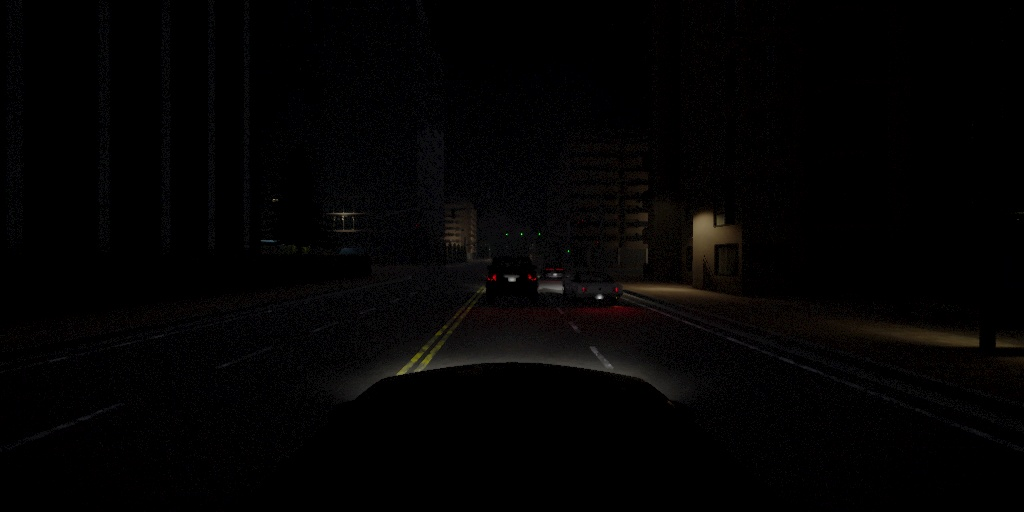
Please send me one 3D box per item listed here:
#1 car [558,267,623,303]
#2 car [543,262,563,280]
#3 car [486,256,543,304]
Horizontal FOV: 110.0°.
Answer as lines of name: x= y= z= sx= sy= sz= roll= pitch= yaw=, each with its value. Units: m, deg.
car: x=3.500 y=1.365 z=16.530 sx=1.895 sy=1.301 sz=4.718 roll=0 pitch=0 yaw=0
car: x=3.500 y=1.265 z=31.500 sx=1.837 sy=1.490 sz=4.892 roll=0 pitch=0 yaw=0
car: x=0.000 y=1.007 z=16.530 sx=2.150 sy=2.045 sz=5.566 roll=0 pitch=0 yaw=0
